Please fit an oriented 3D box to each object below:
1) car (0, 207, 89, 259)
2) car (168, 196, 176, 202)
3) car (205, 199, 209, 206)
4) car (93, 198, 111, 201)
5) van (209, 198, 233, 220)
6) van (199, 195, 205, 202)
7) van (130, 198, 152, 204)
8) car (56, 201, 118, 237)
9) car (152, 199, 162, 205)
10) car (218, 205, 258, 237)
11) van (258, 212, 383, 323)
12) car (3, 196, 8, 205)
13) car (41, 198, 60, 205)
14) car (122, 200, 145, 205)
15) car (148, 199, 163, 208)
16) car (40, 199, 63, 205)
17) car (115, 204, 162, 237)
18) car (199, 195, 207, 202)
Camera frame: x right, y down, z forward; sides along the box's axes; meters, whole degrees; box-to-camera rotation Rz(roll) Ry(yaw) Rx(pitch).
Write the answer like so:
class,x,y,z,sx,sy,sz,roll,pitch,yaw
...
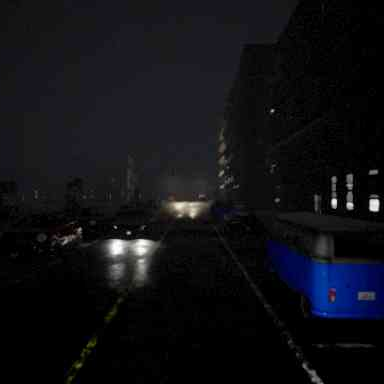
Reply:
class,x,y,z,sx,sy,sz,roll,pitch,yaw
car,-5.650,1.504,12.607,1.967,1.590,4.097,1,0,0
car,-5.671,1.943,90.191,1.802,1.307,4.206,1,0,0
car,2.704,1.731,35.222,1.947,1.339,4.313,1,0,0
car,-19.711,2.007,72.441,4.403,1.369,2.008,0,-1,1
van,2.707,1.482,29.577,1.690,1.788,3.998,1,0,0
van,2.713,1.702,90.226,1.690,1.788,3.998,1,0,0
van,-5.641,1.506,35.190,1.690,1.788,3.998,1,0,0
car,-5.644,1.531,18.253,1.967,1.590,4.097,1,0,0
car,-5.641,1.651,46.482,1.967,1.590,4.097,1,0,0
car,2.703,1.635,18.285,1.887,1.381,4.507,1,0,0
van,2.704,1.377,6.992,1.690,1.788,3.998,1,0,0
car,-42.907,1.882,72.719,5.009,1.841,2.192,0,-1,1
car,-26.371,1.769,63.897,4.097,1.590,1.967,0,-1,1
car,-5.644,1.686,29.544,1.887,1.381,4.507,1,0,0
car,-5.642,1.778,52.127,1.887,1.381,4.507,1,0,0
car,-30.672,2.091,72.592,4.206,1.307,1.802,0,-1,1
car,-3.098,1.641,18.966,2.033,1.411,5.357,0,0,0
car,2.709,1.895,84.646,2.008,1.369,4.403,1,0,0
